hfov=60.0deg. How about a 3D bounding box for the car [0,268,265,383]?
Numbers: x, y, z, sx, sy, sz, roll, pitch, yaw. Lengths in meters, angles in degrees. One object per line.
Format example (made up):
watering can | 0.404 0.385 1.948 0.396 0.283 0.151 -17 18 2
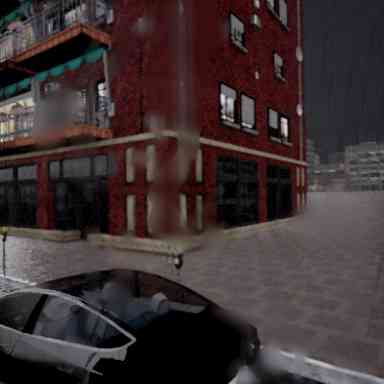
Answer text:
car | -1.310 1.600 3.874 4.313 1.339 1.947 -1 -1 36
